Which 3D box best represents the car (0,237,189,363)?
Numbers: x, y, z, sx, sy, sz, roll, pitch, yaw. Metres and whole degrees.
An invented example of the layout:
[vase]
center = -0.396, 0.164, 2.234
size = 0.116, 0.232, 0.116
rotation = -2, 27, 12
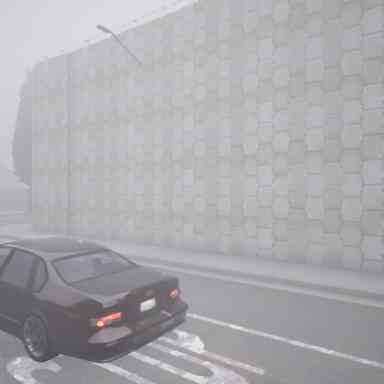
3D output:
[car]
center = -2.626, 1.543, 5.854
size = 5.357, 1.411, 2.033
rotation = 0, 0, 35
